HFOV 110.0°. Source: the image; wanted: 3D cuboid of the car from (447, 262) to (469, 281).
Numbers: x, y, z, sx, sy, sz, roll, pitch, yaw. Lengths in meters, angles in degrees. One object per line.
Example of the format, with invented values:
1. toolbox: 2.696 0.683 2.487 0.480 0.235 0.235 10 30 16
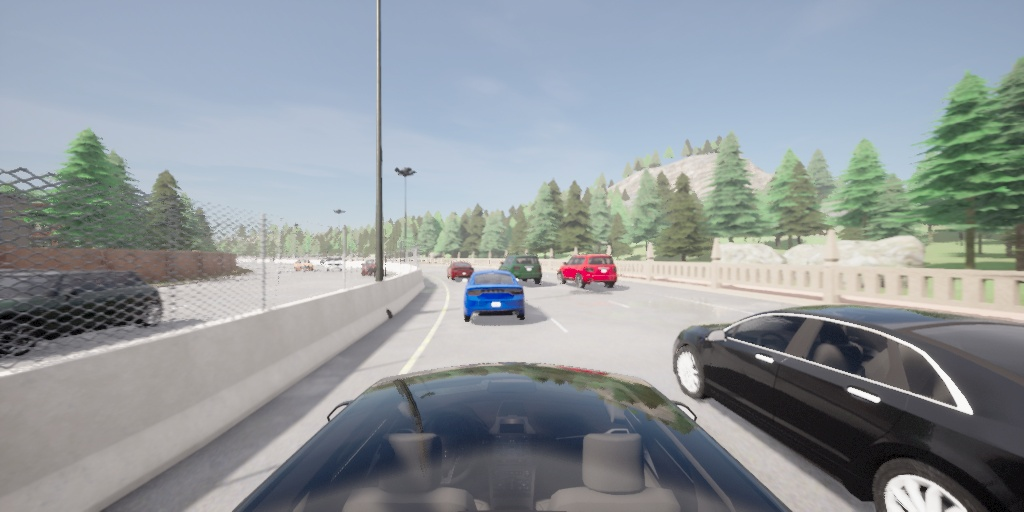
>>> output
1. car: -4.454 1.234 30.645 1.882 1.535 5.008 0 0 -16

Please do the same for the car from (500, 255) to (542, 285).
1. car: 0.498 0.960 25.881 2.150 2.045 5.566 0 0 -13

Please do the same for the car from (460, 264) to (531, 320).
1. car: -0.727 1.226 12.681 1.882 1.535 5.008 0 0 -6

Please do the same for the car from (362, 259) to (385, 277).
1. car: -14.191 1.145 36.657 2.097 1.767 4.553 0 0 -23

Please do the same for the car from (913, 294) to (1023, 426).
1. car: 7.000 1.269 2.649 2.033 1.411 5.357 0 0 -1

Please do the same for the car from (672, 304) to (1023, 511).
1. car: 3.405 1.241 3.575 1.837 1.490 4.892 0 0 -1

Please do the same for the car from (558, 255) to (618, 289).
1. car: 4.715 0.945 23.031 2.150 2.045 5.566 0 0 -11

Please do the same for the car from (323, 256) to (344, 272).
1. car: -23.686 1.048 48.118 2.150 2.045 5.566 0 0 -30

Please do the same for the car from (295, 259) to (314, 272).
1. car: -28.401 1.197 49.013 2.097 1.767 4.553 0 0 -33

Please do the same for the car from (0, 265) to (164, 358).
1. car: -11.036 1.143 8.456 2.097 1.767 4.553 0 0 -6
